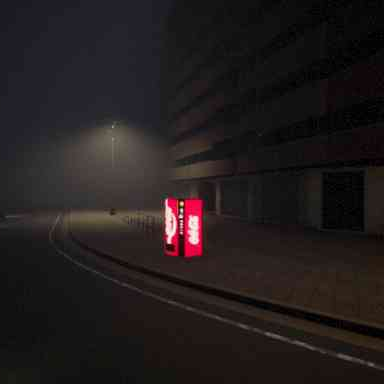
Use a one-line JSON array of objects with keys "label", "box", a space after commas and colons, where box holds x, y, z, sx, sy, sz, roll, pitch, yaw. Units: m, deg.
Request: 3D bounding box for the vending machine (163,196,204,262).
[{"label": "vending machine", "box": [-0.287, 1.195, 11.318, 1.100, 2.100, 0.880, 0, 0, -39]}]

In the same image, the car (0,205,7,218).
[{"label": "car", "box": [-16.233, 1.526, 26.631, 1.812, 1.442, 4.674, 0, 0, -20]}]
